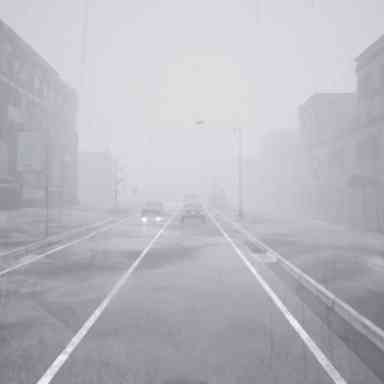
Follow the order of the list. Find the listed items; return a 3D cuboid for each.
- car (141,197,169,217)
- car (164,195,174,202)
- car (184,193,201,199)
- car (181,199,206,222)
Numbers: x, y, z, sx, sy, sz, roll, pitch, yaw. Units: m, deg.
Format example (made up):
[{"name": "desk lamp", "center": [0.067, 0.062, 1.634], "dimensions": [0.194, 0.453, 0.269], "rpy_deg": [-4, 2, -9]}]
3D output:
[{"name": "car", "center": [-3.605, 1.511, 31.540], "dimensions": [2.033, 1.411, 5.357], "rpy_deg": [0, 0, 0]}, {"name": "car", "center": [-5.225, 1.362, 72.961], "dimensions": [1.882, 1.535, 5.008], "rpy_deg": [0, 0, -12]}, {"name": "car", "center": [0.049, 1.172, 44.905], "dimensions": [2.150, 2.045, 5.566], "rpy_deg": [0, 0, 1]}, {"name": "car", "center": [0.092, 1.517, 25.936], "dimensions": [2.033, 1.411, 5.357], "rpy_deg": [0, 0, 0]}]
